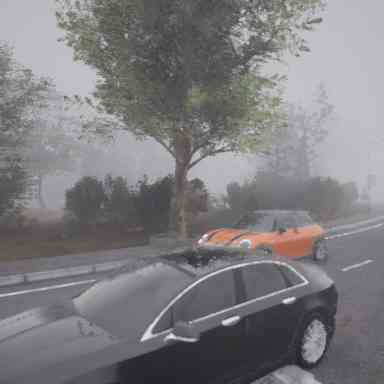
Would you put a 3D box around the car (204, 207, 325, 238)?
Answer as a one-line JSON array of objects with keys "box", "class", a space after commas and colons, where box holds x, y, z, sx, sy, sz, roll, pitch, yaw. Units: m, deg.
[{"box": [2.269, 1.382, 10.468, 4.553, 1.767, 2.097, 0, 0, -41], "class": "car"}]

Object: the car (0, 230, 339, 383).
[{"box": [-0.083, 1.520, 4.121, 4.892, 1.490, 1.837, 0, 0, -37], "class": "car"}]
